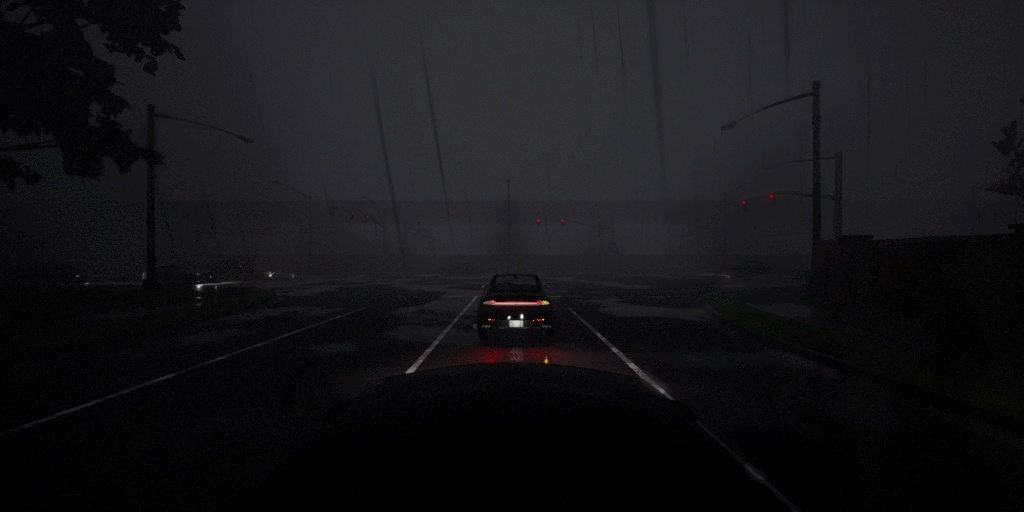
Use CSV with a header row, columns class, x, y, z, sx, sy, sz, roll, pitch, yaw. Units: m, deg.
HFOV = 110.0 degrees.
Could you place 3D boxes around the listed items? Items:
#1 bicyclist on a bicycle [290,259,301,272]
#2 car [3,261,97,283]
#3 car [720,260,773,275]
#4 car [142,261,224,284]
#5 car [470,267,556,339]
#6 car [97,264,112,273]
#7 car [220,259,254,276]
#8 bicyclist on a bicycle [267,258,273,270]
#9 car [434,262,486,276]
class,x,y,z,sx,sy,sz,roll,pitch,yaw
bicyclist on a bicycle,-27.031,1.203,44.712,0.582,1.620,1.656,0,0,14
car,-35.056,1.241,26.999,4.902,1.511,2.128,0,0,2
car,23.514,1.140,36.059,4.674,1.442,1.812,-1,0,2
car,-24.683,1.276,26.673,4.674,1.442,1.812,0,0,2
car,0.099,1.242,10.137,2.128,1.511,4.902,0,0,0
car,-49.647,1.297,41.451,5.357,1.411,2.033,0,0,2
car,-29.736,1.102,37.506,4.553,1.767,2.097,0,0,2
bicyclist on a bicycle,-31.583,1.050,46.803,0.582,1.620,1.656,0,0,-33
car,-5.237,1.296,36.842,5.357,1.411,2.033,0,0,1
